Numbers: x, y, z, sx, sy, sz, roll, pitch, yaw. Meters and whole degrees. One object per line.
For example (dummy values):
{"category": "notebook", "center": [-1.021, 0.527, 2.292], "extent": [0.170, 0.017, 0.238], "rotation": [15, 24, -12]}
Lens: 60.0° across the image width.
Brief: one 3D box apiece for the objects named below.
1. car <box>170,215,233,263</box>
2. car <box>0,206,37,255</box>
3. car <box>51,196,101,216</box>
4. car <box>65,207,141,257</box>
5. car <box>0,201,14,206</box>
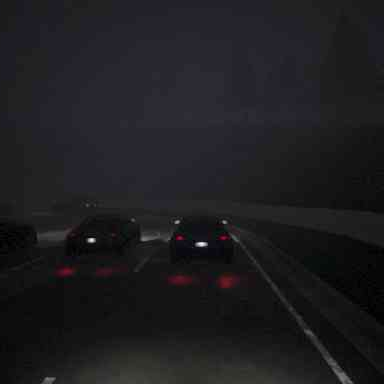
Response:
{"category": "car", "center": [0.319, 1.500, 11.778], "extent": [1.994, 1.385, 4.181], "rotation": [0, 0, 1]}
{"category": "car", "center": [-6.749, 1.429, 10.565], "extent": [2.128, 1.511, 4.902], "rotation": [0, 0, 0]}
{"category": "car", "center": [-10.267, 1.183, 29.432], "extent": [4.553, 1.767, 2.097], "rotation": [0, 1, 25]}
{"category": "car", "center": [-3.176, 1.493, 12.586], "extent": [1.994, 1.385, 4.181], "rotation": [0, 0, 1]}
{"category": "car", "center": [-17.281, 1.315, 27.243], "extent": [5.008, 1.535, 1.882], "rotation": [0, -1, -1]}
